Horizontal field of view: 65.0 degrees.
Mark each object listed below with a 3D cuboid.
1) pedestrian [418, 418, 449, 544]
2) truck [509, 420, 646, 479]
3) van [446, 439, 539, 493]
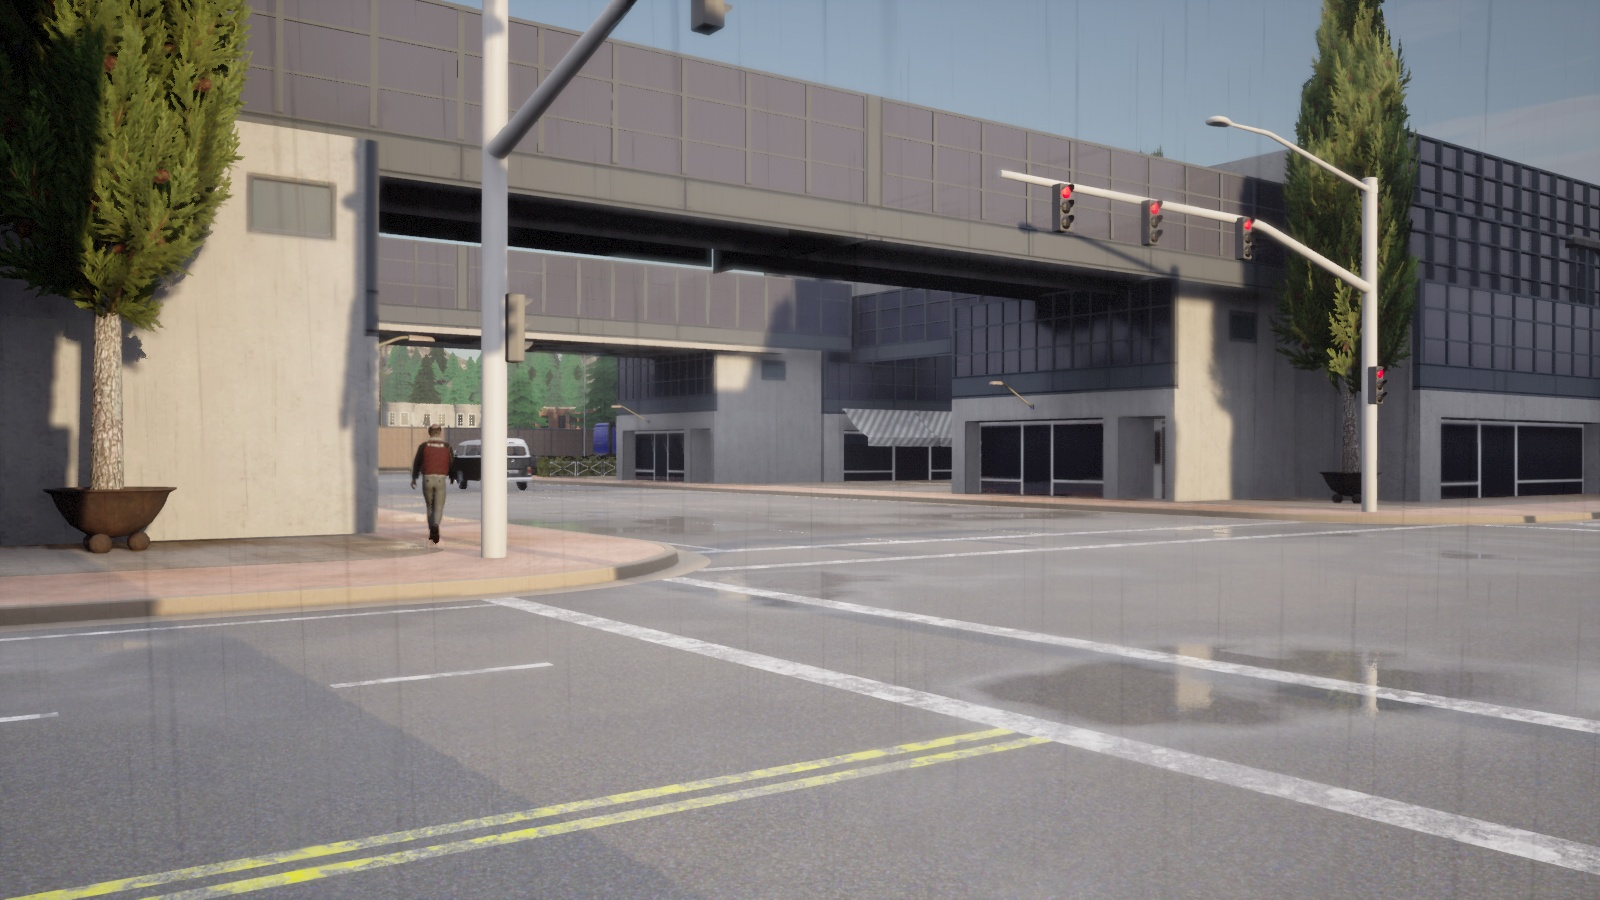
[{"bbox_3d":[-5.490,0.461,18.827,0.376,1.854,0.720,0,0,-11],"label":"pedestrian"},{"bbox_3d":[-13.767,-0.017,78.038,7.936,3.462,2.891,0,0,-37],"label":"truck"},{"bbox_3d":[-12.267,0.616,49.859,2.069,2.038,4.480,0,0,-36],"label":"van"}]
